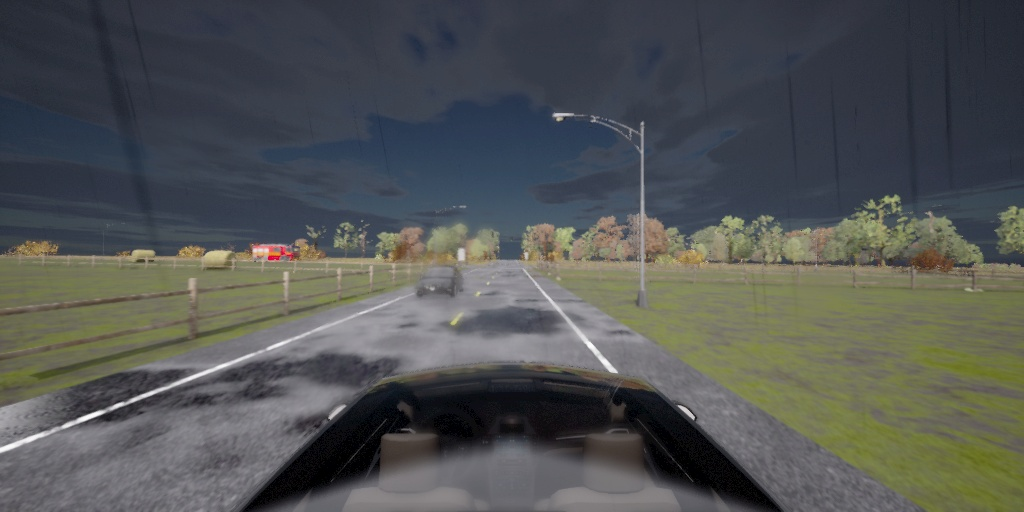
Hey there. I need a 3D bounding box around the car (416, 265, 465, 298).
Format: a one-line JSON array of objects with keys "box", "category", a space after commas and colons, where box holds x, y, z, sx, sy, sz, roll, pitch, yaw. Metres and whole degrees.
[{"box": [-3.599, 1.258, 18.636, 1.837, 1.490, 4.892, 0, 0, 0], "category": "car"}]
